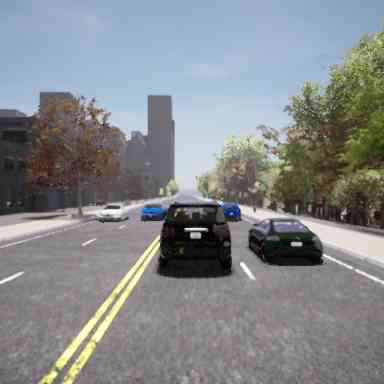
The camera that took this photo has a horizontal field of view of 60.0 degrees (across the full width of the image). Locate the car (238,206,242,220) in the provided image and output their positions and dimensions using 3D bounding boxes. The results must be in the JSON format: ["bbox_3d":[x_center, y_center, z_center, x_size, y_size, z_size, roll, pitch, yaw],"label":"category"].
[{"bbox_3d":[3.327,1.701,30.541,1.882,1.535,5.008,0,0,0],"label":"car"}]

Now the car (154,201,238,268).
[{"bbox_3d":[0.104,1.309,11.807,2.150,2.045,5.566,0,0,0],"label":"car"}]

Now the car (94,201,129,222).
[{"bbox_3d":[-6.610,1.734,28.459,1.812,1.442,4.674,0,0,0],"label":"car"}]

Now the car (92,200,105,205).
[{"bbox_3d":[-20.666,2.378,75.826,4.313,1.339,1.947,-1,1,-1],"label":"car"}]

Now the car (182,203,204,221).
[{"bbox_3d":[0.082,1.746,30.114,1.812,1.442,4.674,0,0,0],"label":"car"}]

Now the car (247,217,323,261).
[{"bbox_3d":[3.355,1.657,12.675,1.994,1.385,4.181,0,0,0],"label":"car"}]

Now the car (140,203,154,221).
[{"bbox_3d":[-3.363,1.693,29.463,1.882,1.535,5.008,0,0,0],"label":"car"}]
